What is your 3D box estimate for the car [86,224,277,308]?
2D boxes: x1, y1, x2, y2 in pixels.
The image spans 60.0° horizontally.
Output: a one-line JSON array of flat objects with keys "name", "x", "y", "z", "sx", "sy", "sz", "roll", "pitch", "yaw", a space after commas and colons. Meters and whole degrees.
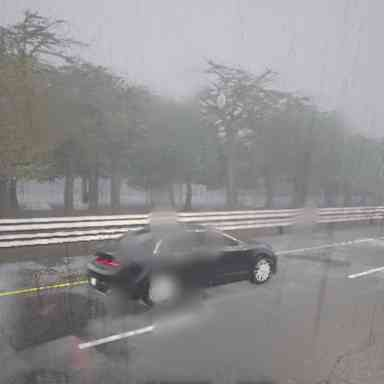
[{"name": "car", "x": -0.003, "y": 1.544, "z": 8.046, "sx": 4.892, "sy": 1.490, "sz": 1.837, "roll": 0, "pitch": 0, "yaw": -35}]
